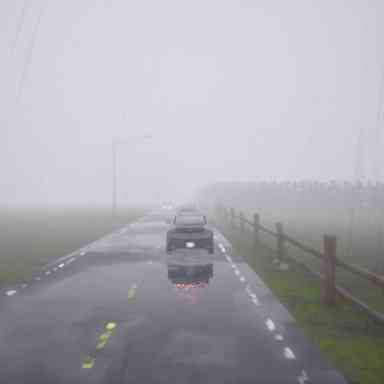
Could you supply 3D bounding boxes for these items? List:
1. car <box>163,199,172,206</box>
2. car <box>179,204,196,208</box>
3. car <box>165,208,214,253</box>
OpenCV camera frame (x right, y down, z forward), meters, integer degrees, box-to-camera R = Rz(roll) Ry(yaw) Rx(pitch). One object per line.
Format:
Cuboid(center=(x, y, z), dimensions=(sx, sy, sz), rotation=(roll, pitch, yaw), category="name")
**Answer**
Cuboid(center=(-5.284, 2.250, 71.623), dimensions=(2.128, 1.511, 4.902), rotation=(0, -1, -4), category="car")
Cuboid(center=(-0.413, 1.798, 29.366), dimensions=(1.837, 1.490, 4.892), rotation=(0, 0, -1), category="car")
Cuboid(center=(-0.091, 1.649, 14.346), dimensions=(1.837, 1.490, 4.892), rotation=(0, 0, -1), category="car")
